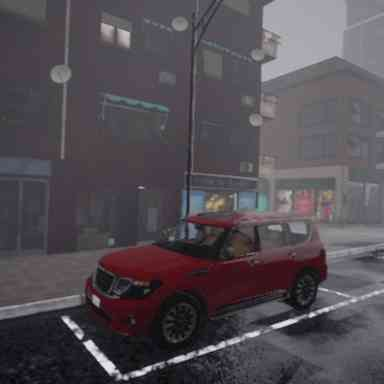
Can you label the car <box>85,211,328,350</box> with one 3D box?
[{"bbox_3d":[0.605,1.356,6.494,5.009,1.841,2.192,1,1,-35],"label":"car"}]
